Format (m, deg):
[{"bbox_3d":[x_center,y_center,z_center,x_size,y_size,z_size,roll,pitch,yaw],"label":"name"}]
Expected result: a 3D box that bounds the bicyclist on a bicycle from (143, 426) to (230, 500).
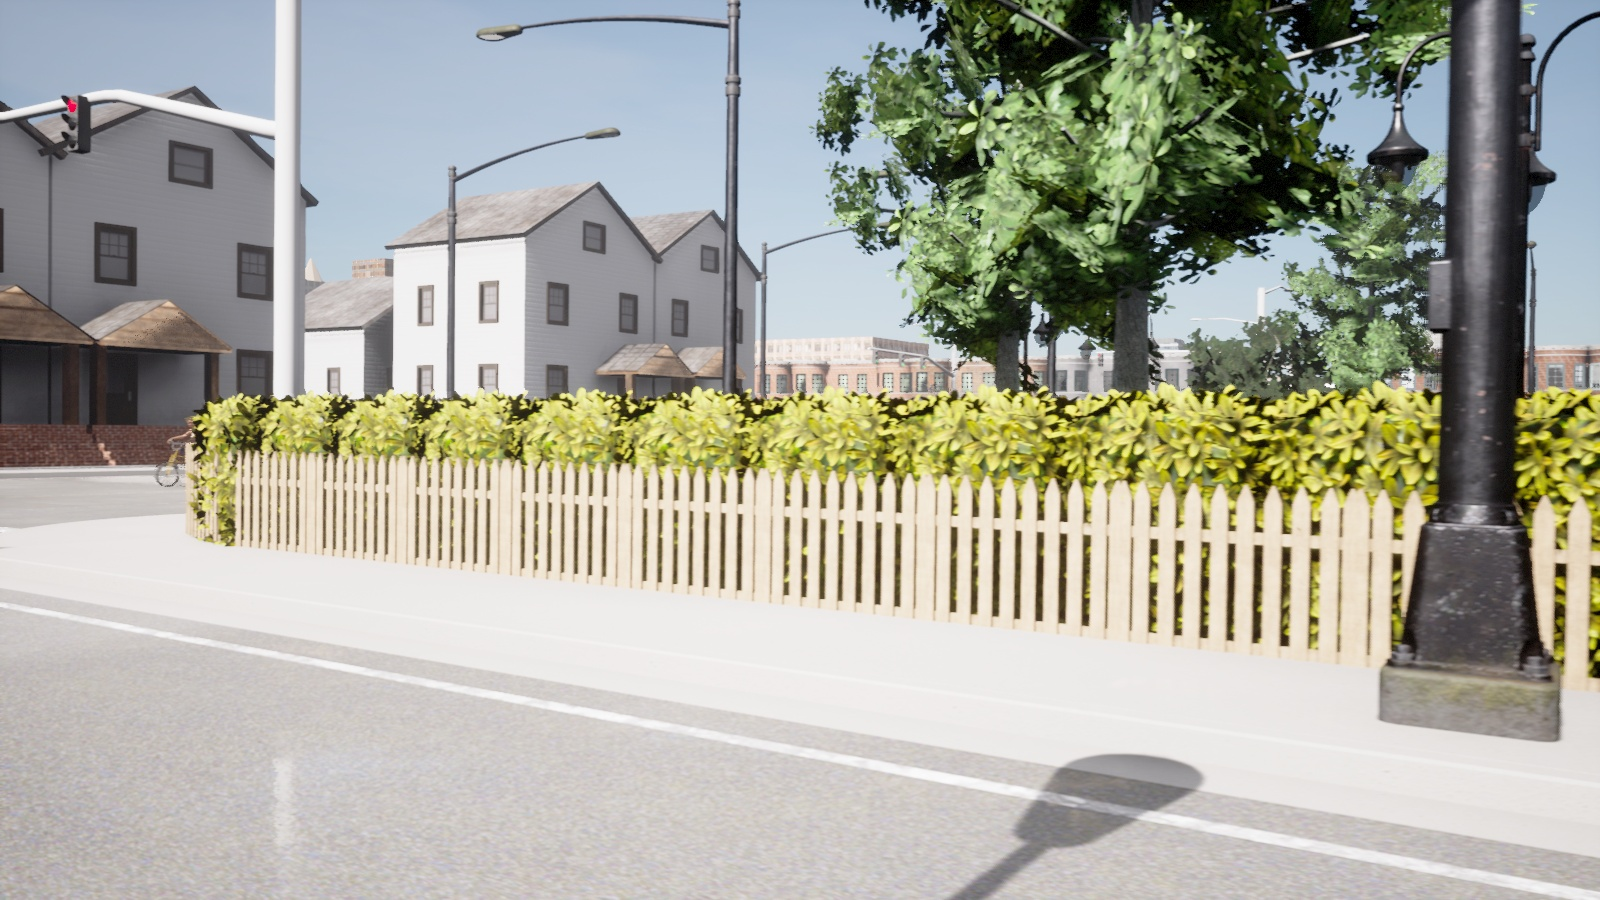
[{"bbox_3d":[-13.754,0.268,28.173,0.866,1.612,1.509,0,1,33],"label":"bicyclist on a bicycle"}]
